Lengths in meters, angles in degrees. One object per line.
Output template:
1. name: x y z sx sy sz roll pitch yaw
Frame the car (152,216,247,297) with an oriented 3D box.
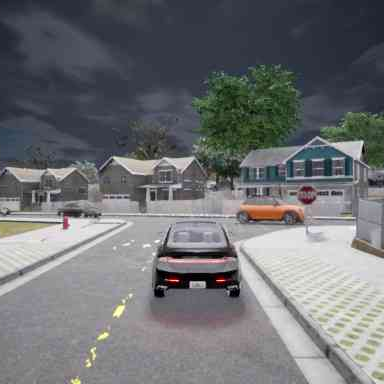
1. car: 0.101 1.495 8.544 2.128 1.511 4.902 0 0 0

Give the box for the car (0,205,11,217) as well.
1. car: -23.191 2.145 38.805 4.902 1.511 2.128 -2 -2 30

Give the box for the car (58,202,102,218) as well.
1. car: -10.542 1.751 31.227 4.892 1.490 1.837 -1 -1 32

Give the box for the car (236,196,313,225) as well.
1. car: 5.144 1.104 20.972 4.553 1.767 2.097 -2 -2 34
